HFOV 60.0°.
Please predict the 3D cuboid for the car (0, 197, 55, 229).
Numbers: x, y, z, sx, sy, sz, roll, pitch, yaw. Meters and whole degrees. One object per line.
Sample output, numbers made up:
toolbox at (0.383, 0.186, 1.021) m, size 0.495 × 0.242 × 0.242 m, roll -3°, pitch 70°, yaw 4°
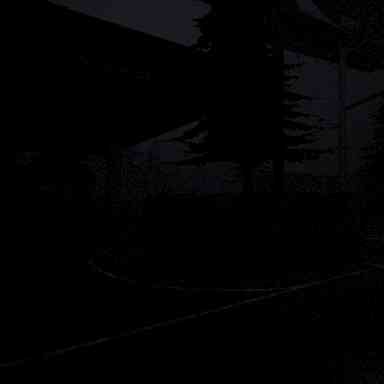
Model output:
car at (-11.887, 1.314, 23.531) m, size 3.866 × 1.878 × 1.905 m, roll 0°, pitch 0°, yaw -36°
